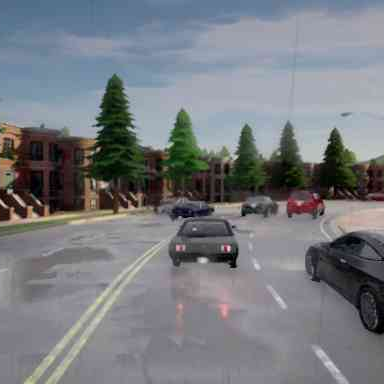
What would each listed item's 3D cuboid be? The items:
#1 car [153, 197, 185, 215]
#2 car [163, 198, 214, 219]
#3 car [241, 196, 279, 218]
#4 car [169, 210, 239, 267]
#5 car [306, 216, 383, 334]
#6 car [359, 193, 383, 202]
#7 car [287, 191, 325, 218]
[{"bbox_3d":[-1.492,1.197,28.989,2.128,1.511,4.902,0,1,27],"label":"car"},{"bbox_3d":[0.032,1.355,24.155,1.895,1.301,4.718,0,1,23],"label":"car"},{"bbox_3d":[5.693,1.075,27.302,2.097,1.767,4.553,0,1,27],"label":"car"},{"bbox_3d":[0.509,1.489,10.973,1.895,1.301,4.718,0,1,5],"label":"car"},{"bbox_3d":[3.706,1.459,6.454,1.812,1.442,4.674,0,1,2],"label":"car"},{"bbox_3d":[30.159,0.920,55.268,5.008,1.535,1.882,0,0,-16],"label":"car"},{"bbox_3d":[9.171,0.952,26.631,2.150,2.045,5.566,0,1,30],"label":"car"}]
